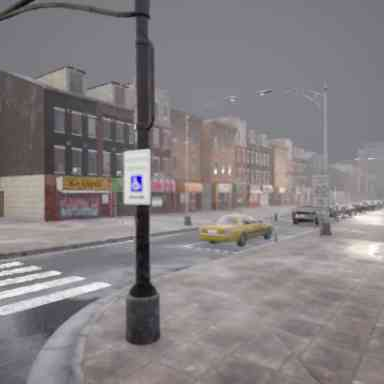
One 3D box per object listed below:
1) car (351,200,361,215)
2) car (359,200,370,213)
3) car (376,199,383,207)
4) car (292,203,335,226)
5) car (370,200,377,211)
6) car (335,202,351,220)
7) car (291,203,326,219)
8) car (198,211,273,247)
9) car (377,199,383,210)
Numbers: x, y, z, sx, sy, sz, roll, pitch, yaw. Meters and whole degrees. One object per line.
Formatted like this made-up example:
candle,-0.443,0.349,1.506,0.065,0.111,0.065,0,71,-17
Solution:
car,15.236,1.739,33.267,1.802,1.307,4.206,-1,-1,36
car,18.529,1.743,37.829,1.887,1.381,4.507,-1,-1,36
car,34.994,2.008,60.636,2.008,1.369,4.403,-1,-1,36
car,8.651,1.651,24.145,1.947,1.339,4.313,-1,-1,36
car,21.821,1.683,42.392,1.967,1.590,4.097,-1,-1,36
car,11.943,1.670,28.707,2.008,1.369,4.403,-1,-1,36
car,11.332,1.745,32.201,1.895,1.301,4.718,0,-1,36
car,2.164,1.553,15.161,1.752,1.417,4.829,-1,-1,36
car,25.115,1.842,46.952,2.008,1.369,4.403,-1,-1,36
